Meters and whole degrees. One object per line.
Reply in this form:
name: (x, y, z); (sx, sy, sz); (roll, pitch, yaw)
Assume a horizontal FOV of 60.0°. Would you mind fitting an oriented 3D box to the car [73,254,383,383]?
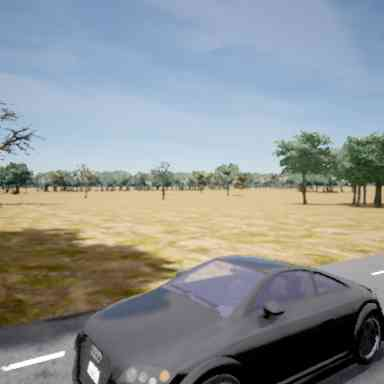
car: (0.681, 1.596, 4.383); (4.181, 1.385, 1.994); (1, 0, -35)
